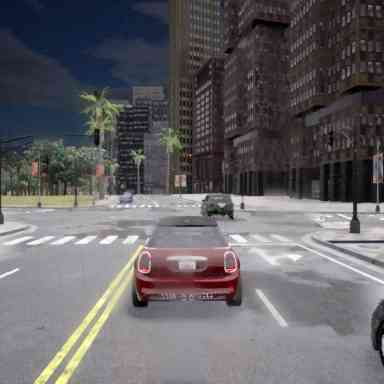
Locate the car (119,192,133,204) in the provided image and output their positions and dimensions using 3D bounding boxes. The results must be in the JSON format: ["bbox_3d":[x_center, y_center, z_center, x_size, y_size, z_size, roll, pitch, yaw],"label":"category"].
[{"bbox_3d":[-10.829,1.172,54.356,1.812,1.442,4.674,0,1,-8],"label":"car"}]

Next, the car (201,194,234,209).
[{"bbox_3d":[2.098,1.173,28.455,2.150,2.045,5.566,0,0,-4],"label":"car"}]

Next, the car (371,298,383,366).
[{"bbox_3d":[3.285,1.504,2.420,1.837,1.490,4.892,0,0,-1],"label":"car"}]

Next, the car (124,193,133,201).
[{"bbox_3d":[-13.319,0.925,69.905,1.882,1.535,5.008,0,1,-10],"label":"car"}]

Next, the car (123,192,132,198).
[{"bbox_3d":[-16.582,0.672,85.483,1.994,1.385,4.181,0,1,-13],"label":"car"}]

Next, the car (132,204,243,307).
[{"bbox_3d":[-0.131,1.351,8.146,2.097,1.767,4.553,0,0,-1],"label":"car"}]
